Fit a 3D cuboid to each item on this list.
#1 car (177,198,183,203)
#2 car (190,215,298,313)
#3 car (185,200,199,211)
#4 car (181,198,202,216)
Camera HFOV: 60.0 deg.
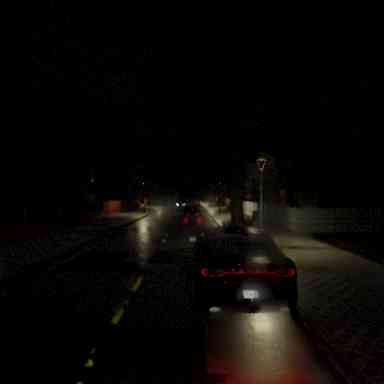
[{"bbox_3d":[-2.705,2.143,81.544,1.895,1.301,4.718,0,0,0],"label":"car"},{"bbox_3d":[0.966,1.540,7.912,1.882,1.535,5.008,0,0,0],"label":"car"},{"bbox_3d":[0.027,1.865,46.530,1.812,1.442,4.674,0,0,0],"label":"car"},{"bbox_3d":[0.098,1.750,36.369,1.882,1.535,5.008,0,0,1],"label":"car"}]
